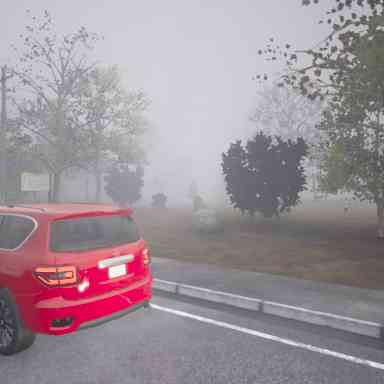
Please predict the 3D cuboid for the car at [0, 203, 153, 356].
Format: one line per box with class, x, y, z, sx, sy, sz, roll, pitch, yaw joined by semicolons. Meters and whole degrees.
car;-3.250;1.221;6.298;5.566;2.045;2.150;0;0;35
